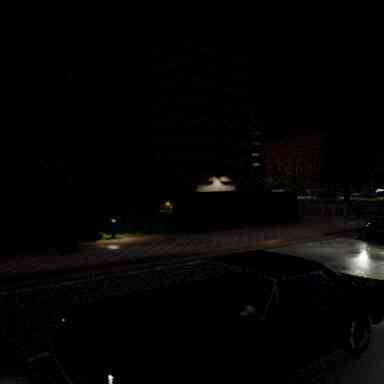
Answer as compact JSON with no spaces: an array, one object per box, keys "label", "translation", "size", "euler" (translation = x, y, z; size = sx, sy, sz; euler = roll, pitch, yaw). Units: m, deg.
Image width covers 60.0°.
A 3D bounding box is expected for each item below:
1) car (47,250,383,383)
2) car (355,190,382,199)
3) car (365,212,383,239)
[{"label":"car","translation":[0.687,1.578,4.474],"size":[4.718,1.301,1.895],"euler":[-1,0,-35]},{"label":"car","translation":[40.389,0.809,76.160],"size":[1.970,1.475,3.806],"euler":[-1,0,-36]},{"label":"car","translation":[9.904,1.349,15.289],"size":[5.008,1.535,1.882],"euler":[0,0,-35]}]
